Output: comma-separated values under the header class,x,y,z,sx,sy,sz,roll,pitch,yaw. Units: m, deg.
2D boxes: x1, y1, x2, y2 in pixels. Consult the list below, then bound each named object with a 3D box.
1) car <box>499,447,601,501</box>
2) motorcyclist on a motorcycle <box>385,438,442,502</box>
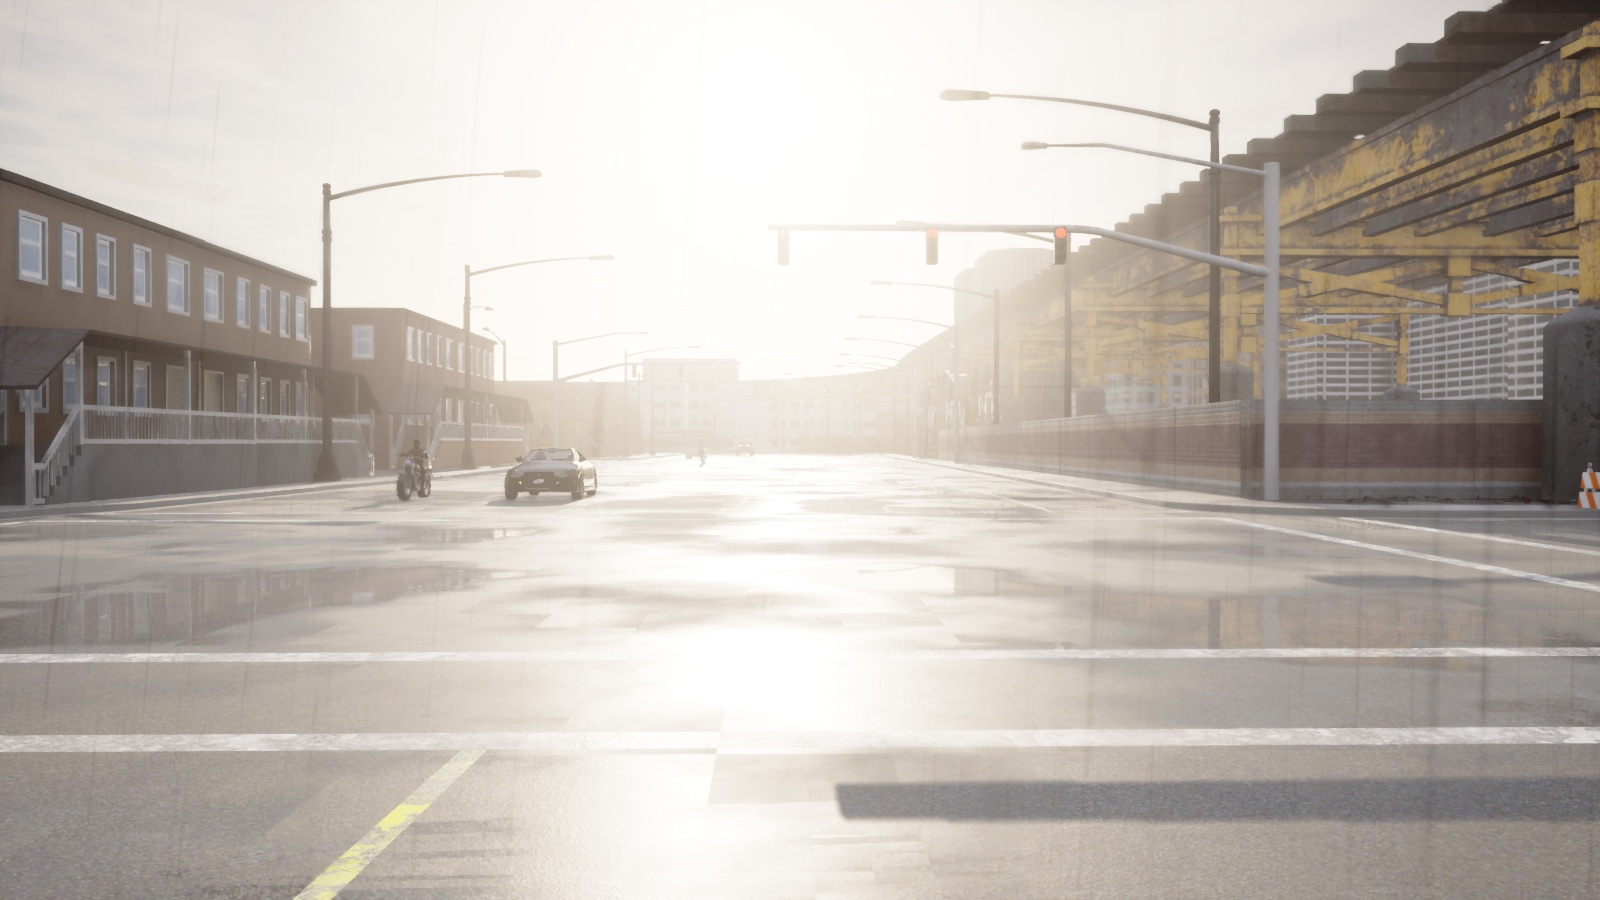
class,x,y,z,sx,sy,sz,roll,pitch,yaw
car,-6.793,0.610,34.588,1.994,1.385,4.181,0,0,0
motorcyclist on a motorcycle,-10.294,0.499,33.524,0.766,1.649,2.350,0,0,0
